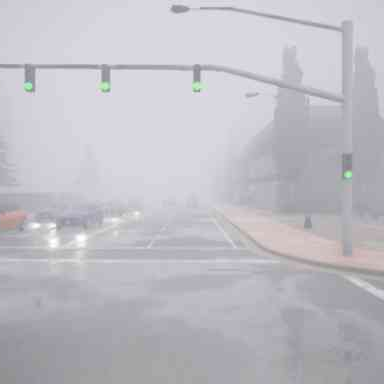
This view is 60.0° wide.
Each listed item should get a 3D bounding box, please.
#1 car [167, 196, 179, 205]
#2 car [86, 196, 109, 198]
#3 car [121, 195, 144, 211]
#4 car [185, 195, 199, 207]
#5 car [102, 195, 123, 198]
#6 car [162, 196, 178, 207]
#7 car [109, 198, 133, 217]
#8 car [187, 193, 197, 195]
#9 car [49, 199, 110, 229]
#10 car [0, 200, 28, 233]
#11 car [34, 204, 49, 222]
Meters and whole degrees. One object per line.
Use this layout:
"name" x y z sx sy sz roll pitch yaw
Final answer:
"car" -3.495 1.444 60.660 1.882 1.535 5.008 0 0 0
"car" -10.553 1.459 34.853 1.882 1.535 5.008 0 0 0
"car" -7.009 1.482 40.588 1.837 1.490 4.892 0 0 0
"car" 0.004 1.536 50.464 1.994 1.385 4.181 0 0 0
"car" -10.496 1.522 45.314 2.033 1.411 5.357 0 0 0
"car" -3.395 1.573 50.583 1.895 1.301 4.718 0 0 0
"car" -7.066 1.547 30.515 1.994 1.385 4.181 0 0 1
"car" 0.005 1.186 60.366 2.150 2.045 5.566 0 0 0
"car" -7.080 1.466 21.524 1.882 1.535 5.008 0 0 0
"car" -10.590 1.343 17.449 2.097 1.767 4.553 0 0 0
"car" -10.579 1.550 26.080 1.994 1.385 4.181 0 0 1
